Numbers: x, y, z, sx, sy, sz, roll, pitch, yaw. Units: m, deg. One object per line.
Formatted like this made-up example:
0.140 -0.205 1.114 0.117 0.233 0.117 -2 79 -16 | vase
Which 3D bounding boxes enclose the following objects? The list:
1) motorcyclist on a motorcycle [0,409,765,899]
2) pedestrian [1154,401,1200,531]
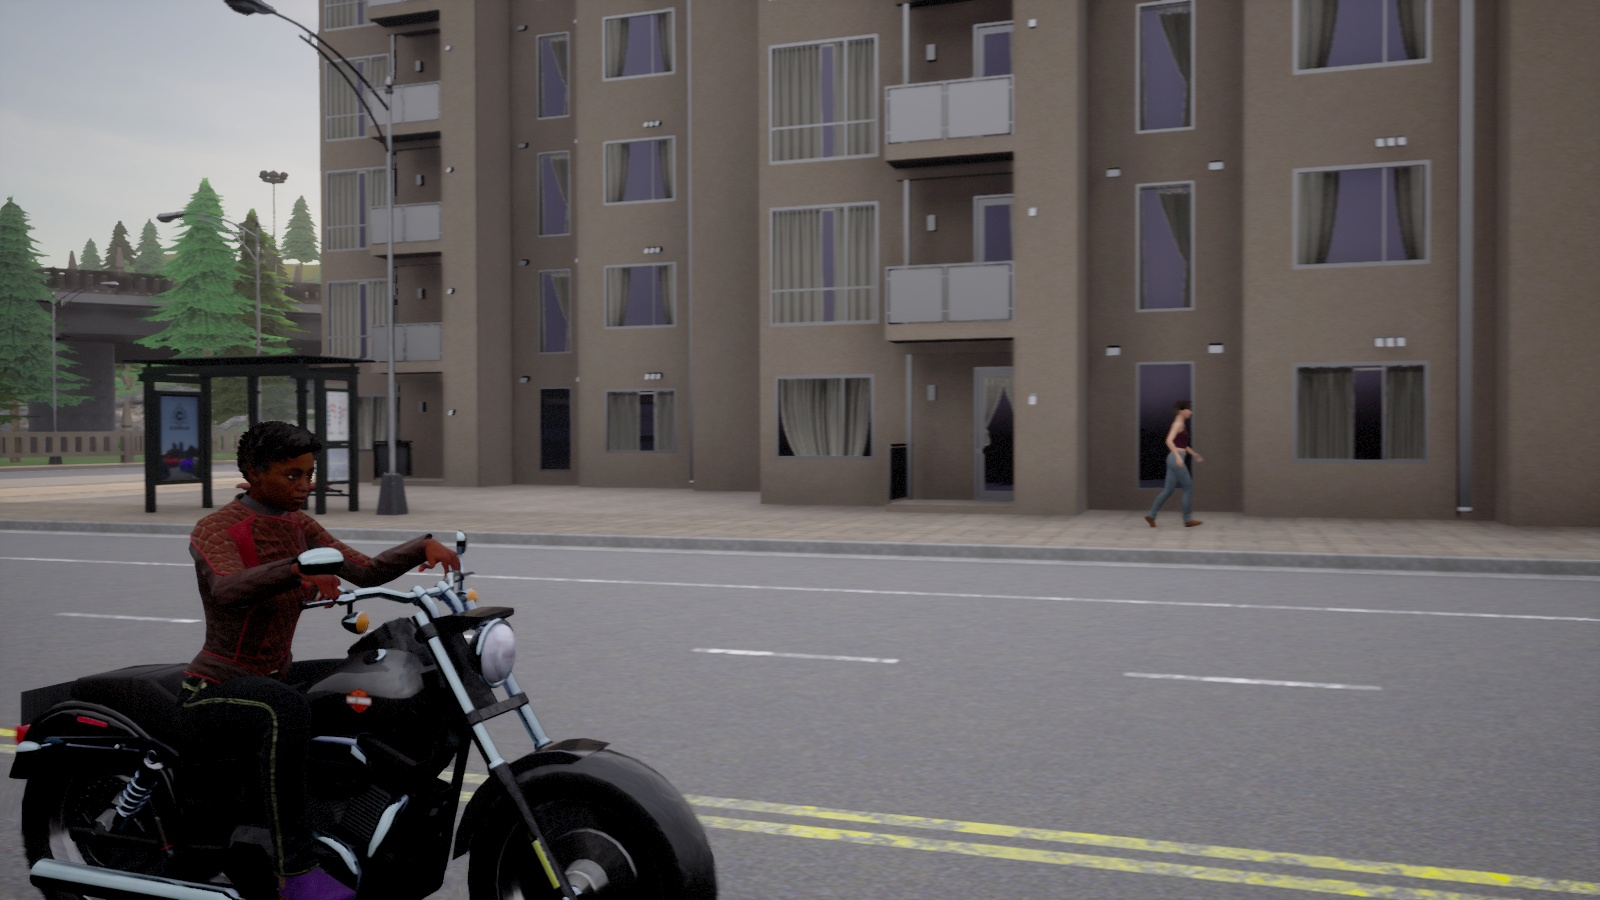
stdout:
-1.342 0.714 3.645 2.350 1.649 0.766 1 1 19 | motorcyclist on a motorcycle
5.369 0.219 17.892 0.594 1.836 0.345 0 1 15 | pedestrian
